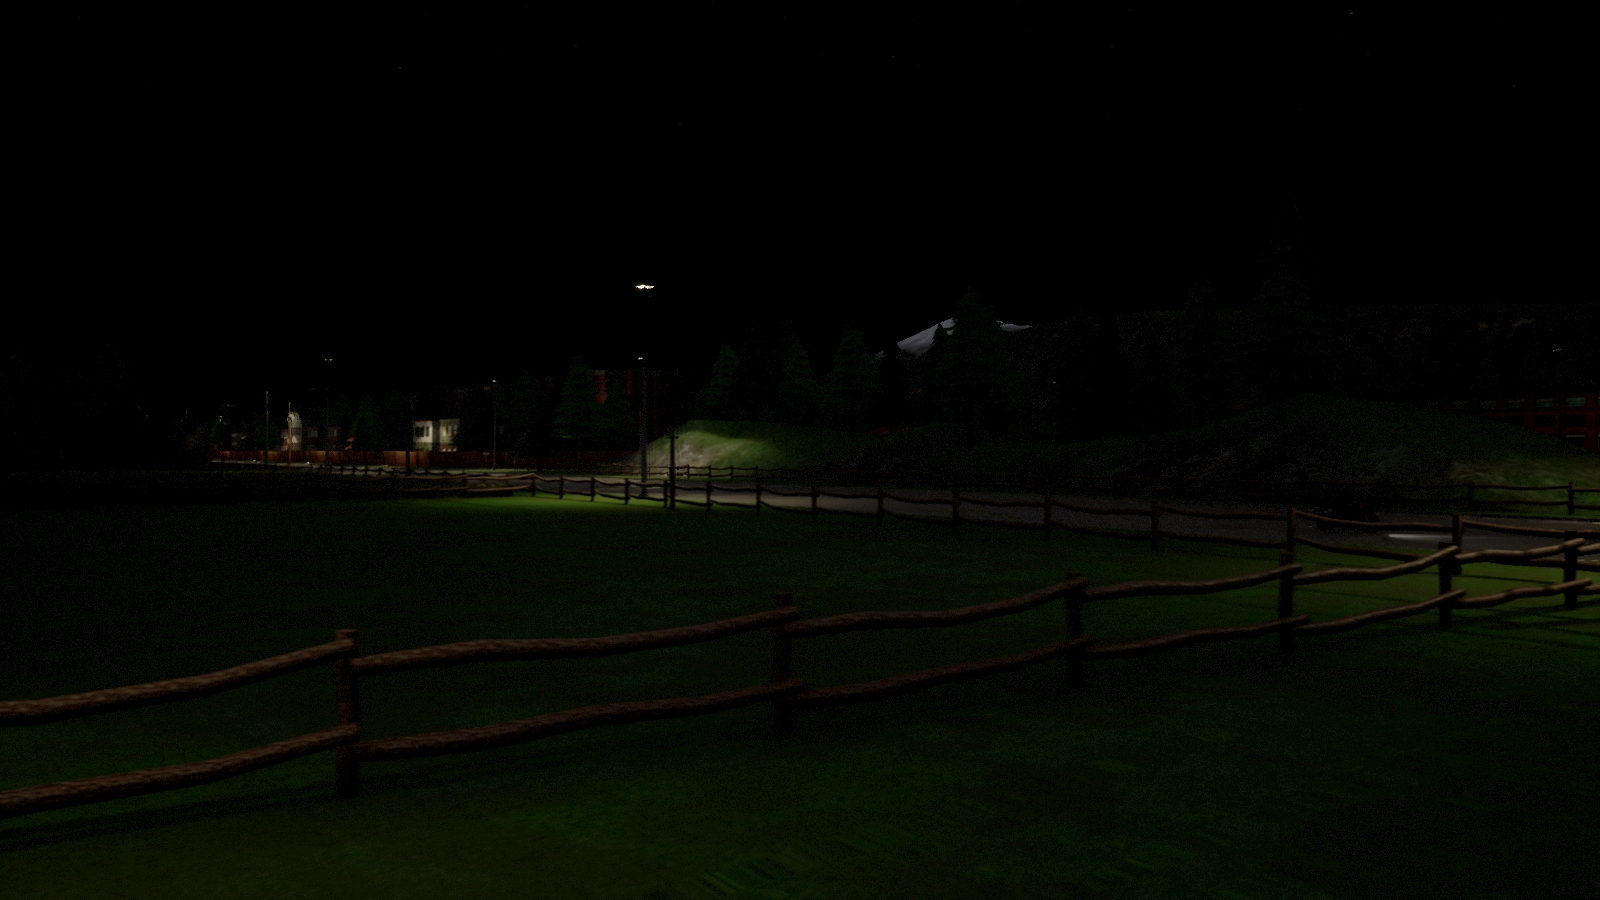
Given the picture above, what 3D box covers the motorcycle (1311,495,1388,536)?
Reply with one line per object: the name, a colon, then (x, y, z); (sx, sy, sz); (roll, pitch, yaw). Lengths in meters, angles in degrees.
motorcycle: (18.587, 2.205, 38.720); (0.867, 1.251, 2.209); (0, 0, -36)
